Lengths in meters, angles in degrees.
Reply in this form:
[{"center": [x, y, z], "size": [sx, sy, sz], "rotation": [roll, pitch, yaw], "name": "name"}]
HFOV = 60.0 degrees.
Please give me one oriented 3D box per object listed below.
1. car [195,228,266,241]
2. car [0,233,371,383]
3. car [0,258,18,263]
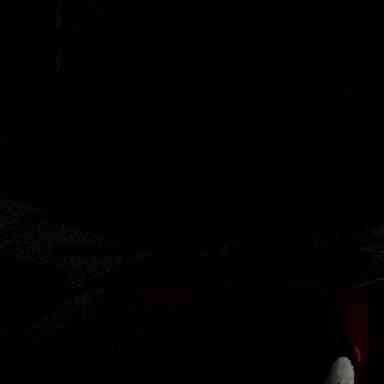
[{"center": [0.868, 1.547, 7.373], "size": [4.507, 1.381, 1.887], "rotation": [0, 1, -35], "name": "car"}, {"center": [-0.267, 1.478, 3.186], "size": [5.008, 1.535, 1.882], "rotation": [0, 0, -35], "name": "car"}, {"center": [-3.752, 1.566, 4.083], "size": [4.313, 1.339, 1.947], "rotation": [0, 1, -35], "name": "car"}]
